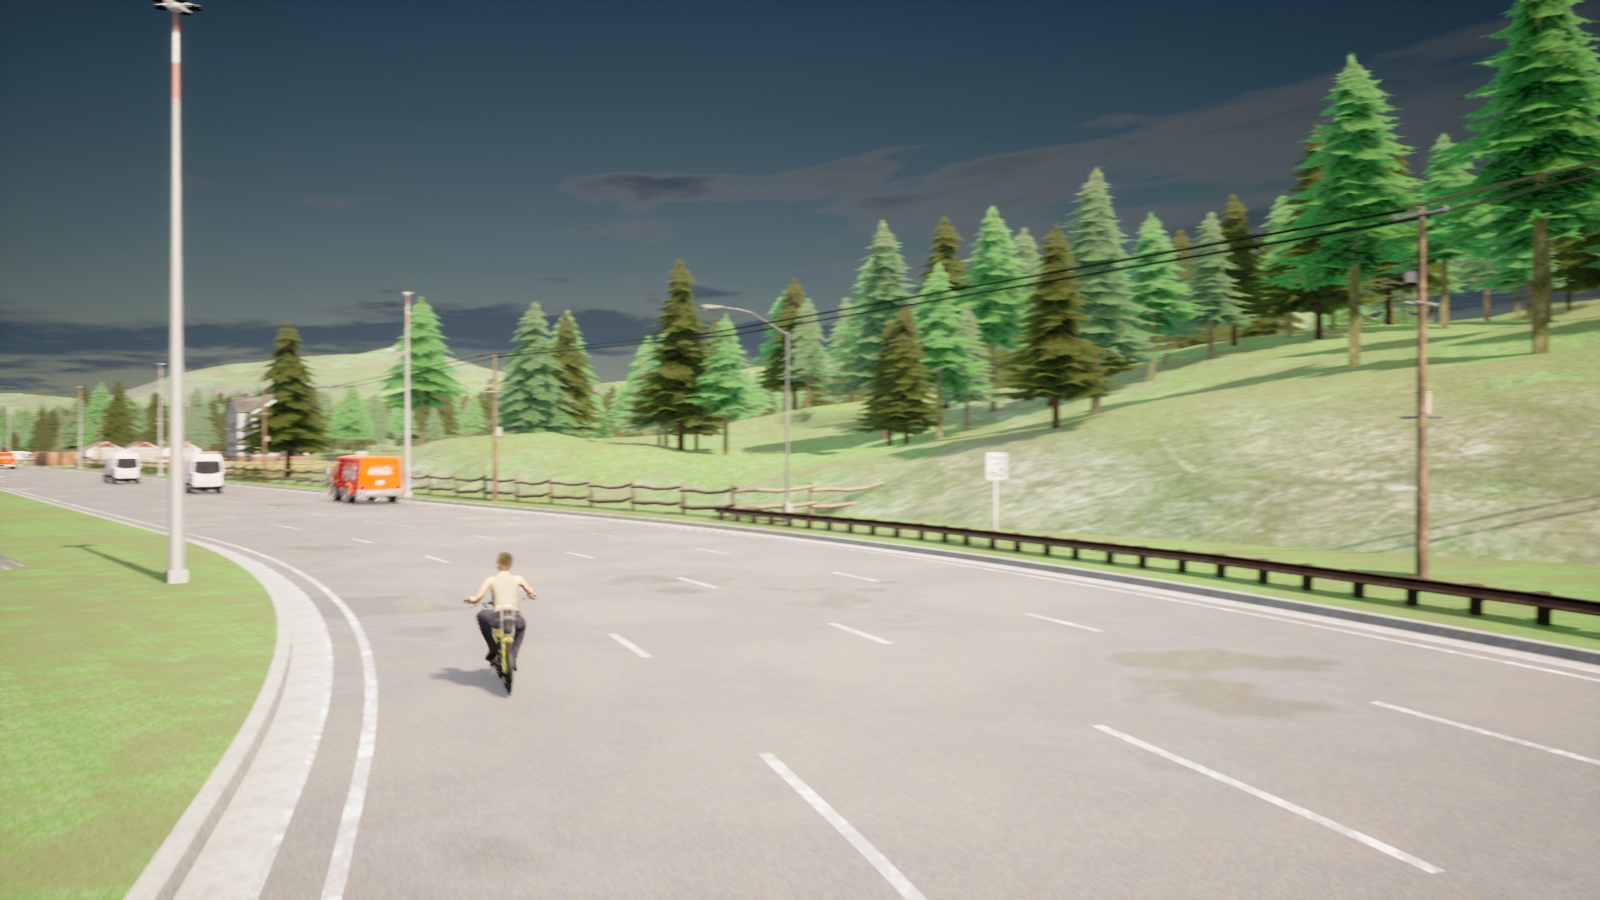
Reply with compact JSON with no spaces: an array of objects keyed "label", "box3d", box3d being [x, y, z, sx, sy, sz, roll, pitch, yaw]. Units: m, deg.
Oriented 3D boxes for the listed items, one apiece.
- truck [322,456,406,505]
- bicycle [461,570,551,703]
[{"label":"truck","box3d":[-23.238,1.565,60.807,2.627,2.467,5.204,0,0,-40]},{"label":"bicycle","box3d":[-3.496,2.155,13.495,0.859,1.276,1.487,-1,0,-21]}]
